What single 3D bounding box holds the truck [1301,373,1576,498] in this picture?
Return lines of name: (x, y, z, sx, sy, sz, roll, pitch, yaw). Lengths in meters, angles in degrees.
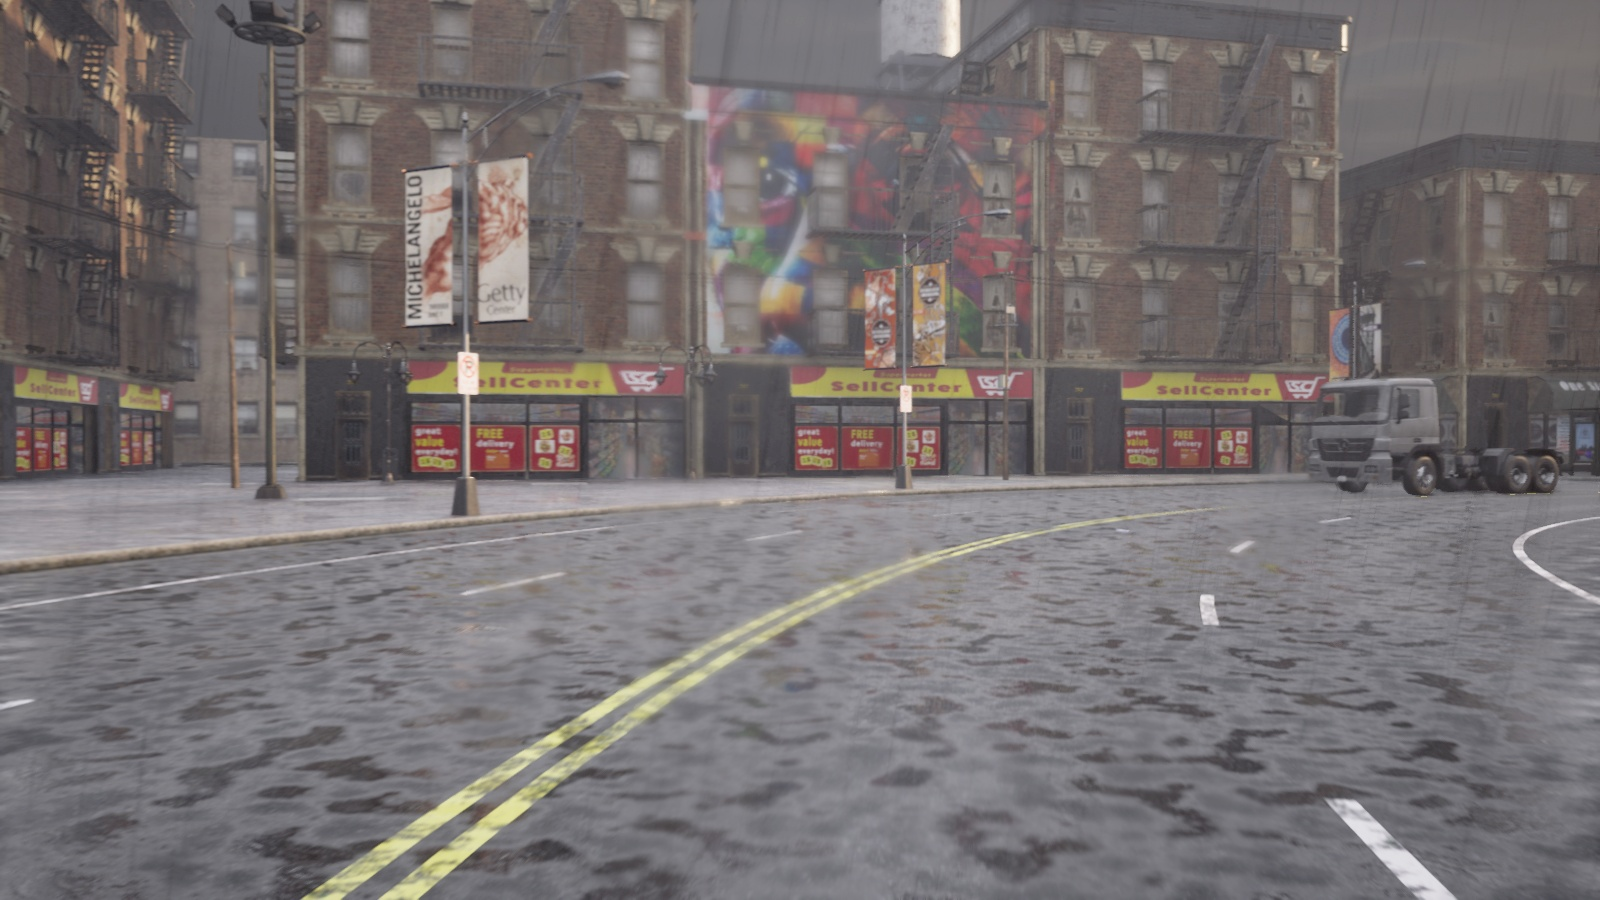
truck: (19.149, -0.417, 37.619, 7.936, 3.462, 2.891, 0, 0, -23)
